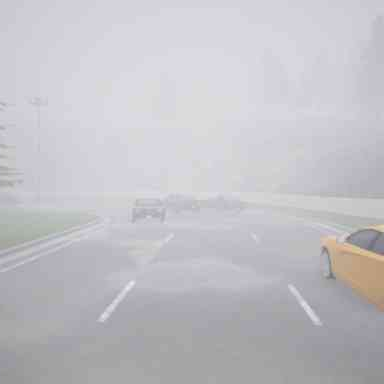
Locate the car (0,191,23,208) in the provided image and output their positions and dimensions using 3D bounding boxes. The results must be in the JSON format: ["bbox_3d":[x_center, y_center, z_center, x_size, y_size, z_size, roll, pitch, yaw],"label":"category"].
[{"bbox_3d":[-17.810,0.655,29.816,4.674,1.442,1.812,0,1,-24],"label":"car"}]

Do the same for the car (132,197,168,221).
[{"bbox_3d":[-2.794,1.028,20.792,1.895,1.301,4.718,0,2,-10],"label":"car"}]

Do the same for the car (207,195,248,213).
[{"bbox_3d":[2.294,0.889,26.676,1.895,1.301,4.718,-1,2,-29],"label":"car"}]

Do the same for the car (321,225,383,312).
[{"bbox_3d":[3.964,1.324,6.131,1.882,1.535,5.008,0,2,3],"label":"car"}]

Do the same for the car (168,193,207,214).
[{"bbox_3d":[-1.031,0.837,25.359,1.812,1.442,4.674,0,1,-29],"label":"car"}]
